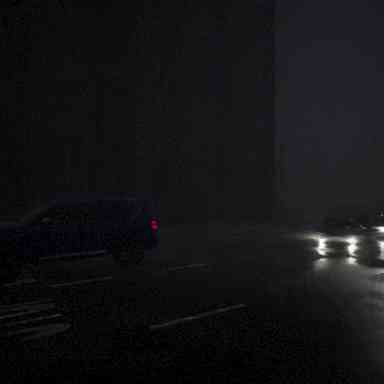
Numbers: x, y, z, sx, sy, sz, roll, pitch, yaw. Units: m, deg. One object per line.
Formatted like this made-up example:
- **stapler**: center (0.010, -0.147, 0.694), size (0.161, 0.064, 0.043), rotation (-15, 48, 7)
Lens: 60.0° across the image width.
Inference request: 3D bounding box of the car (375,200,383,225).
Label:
- **car**: center (13.218, 1.561, 24.631), size (1.812, 1.442, 4.674), rotation (0, 0, 29)

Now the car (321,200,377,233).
- **car**: center (9.289, 1.477, 19.849), size (1.882, 1.535, 5.008), rotation (0, 0, 39)

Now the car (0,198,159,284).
- **car**: center (-3.697, 1.221, 9.941), size (5.566, 2.045, 2.150), rotation (0, 0, -34)
